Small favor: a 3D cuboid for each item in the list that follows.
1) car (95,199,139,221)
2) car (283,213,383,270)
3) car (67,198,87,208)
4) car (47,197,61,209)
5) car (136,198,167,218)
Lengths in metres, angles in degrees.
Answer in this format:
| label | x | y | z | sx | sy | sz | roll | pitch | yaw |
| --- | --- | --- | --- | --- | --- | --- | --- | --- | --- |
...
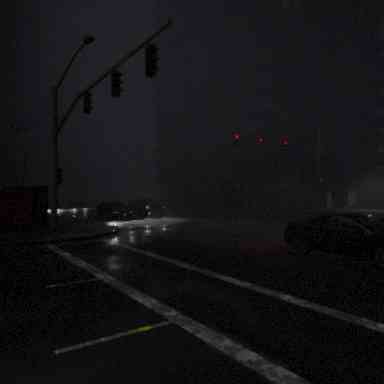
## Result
| label | x | y | z | sx | sy | sz | roll | pitch | yaw |
| --- | --- | --- | --- | --- | --- | --- | --- | --- | --- |
| car | -6.571 | 1.508 | 27.683 | 1.837 | 1.490 | 4.892 | 0 | 0 | -36 |
| car | 5.369 | 1.495 | 11.147 | 2.128 | 1.511 | 4.902 | 0 | 0 | -36 |
| car | -16.565 | 1.531 | 47.643 | 1.812 | 1.442 | 4.674 | 0 | 0 | -35 |
| car | -19.353 | 1.497 | 45.521 | 2.128 | 1.511 | 4.902 | 0 | 0 | -35 |
| car | -4.179 | 1.357 | 30.350 | 2.097 | 1.767 | 4.553 | 0 | 0 | -36 |
